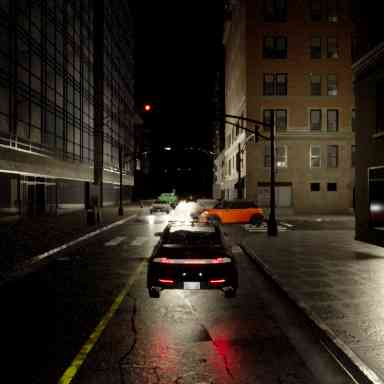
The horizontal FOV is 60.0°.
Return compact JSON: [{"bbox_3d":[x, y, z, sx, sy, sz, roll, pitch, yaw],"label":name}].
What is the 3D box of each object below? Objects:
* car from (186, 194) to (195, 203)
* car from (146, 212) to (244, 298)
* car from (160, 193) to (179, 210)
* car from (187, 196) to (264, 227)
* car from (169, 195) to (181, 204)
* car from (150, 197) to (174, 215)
[{"bbox_3d":[-0.091,1.308,65.561,2.097,1.767,4.553,0,0,0],"label":"car"},{"bbox_3d":[0.022,1.490,8.479,2.128,1.511,4.902,0,0,1],"label":"car"},{"bbox_3d":[-3.203,1.194,43.732,2.150,2.045,5.566,0,0,1],"label":"car"},{"bbox_3d":[2.296,1.332,21.623,4.553,1.767,2.097,0,0,-18],"label":"car"},{"bbox_3d":[-3.243,1.449,64.008,2.128,1.511,4.902,0,0,0],"label":"car"},{"bbox_3d":[-3.195,1.506,34.279,1.812,1.442,4.674,0,0,0],"label":"car"}]
